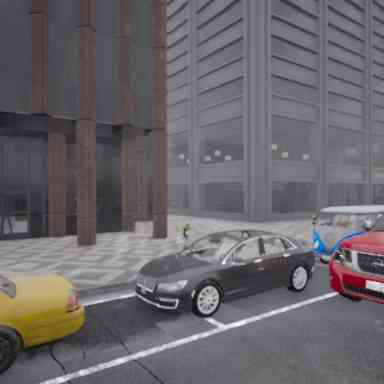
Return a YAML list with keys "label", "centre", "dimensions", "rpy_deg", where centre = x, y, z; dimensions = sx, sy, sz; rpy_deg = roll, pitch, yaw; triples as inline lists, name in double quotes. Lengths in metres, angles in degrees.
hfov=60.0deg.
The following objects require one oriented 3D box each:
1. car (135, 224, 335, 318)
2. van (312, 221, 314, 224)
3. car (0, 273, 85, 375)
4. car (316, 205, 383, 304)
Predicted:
- label: "car"
  centre: [0.901, 1.545, 7.285]
  dimensions: [4.403, 1.369, 2.008]
  rpy_deg: [0, 0, -35]
- label: "van"
  centre: [5.494, 1.329, 10.552]
  dimensions: [3.998, 1.788, 1.690]
  rpy_deg: [0, 0, -35]
- label: "car"
  centre: [-3.831, 1.526, 3.921]
  dimensions: [4.829, 1.417, 1.752]
  rpy_deg: [0, 0, -35]
- label: "car"
  centre: [5.309, 1.212, 7.148]
  dimensions: [5.566, 2.045, 2.150]
  rpy_deg: [0, 0, -35]
